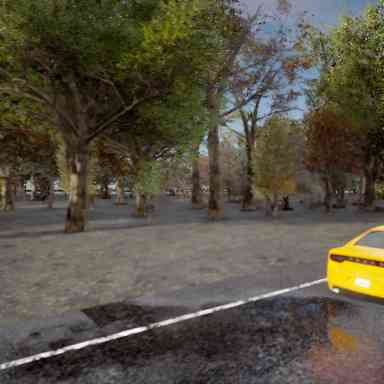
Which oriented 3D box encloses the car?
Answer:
[{"bbox_3d":[5.046,1.455,7.348,5.008,1.535,1.882,0,0,-35],"label":"car"}]
